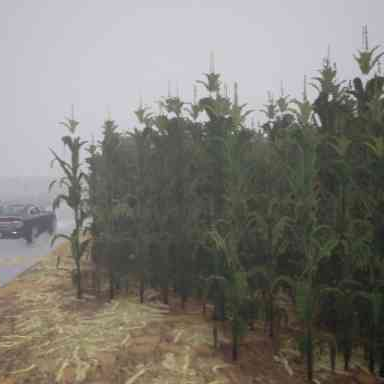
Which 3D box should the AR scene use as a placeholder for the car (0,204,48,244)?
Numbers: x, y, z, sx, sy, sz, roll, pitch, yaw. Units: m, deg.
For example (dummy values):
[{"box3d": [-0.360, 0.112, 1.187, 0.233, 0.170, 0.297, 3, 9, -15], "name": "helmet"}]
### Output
[{"box3d": [-7.207, 1.259, 14.144, 2.128, 1.511, 4.902, -1, 1, -8], "name": "car"}]
